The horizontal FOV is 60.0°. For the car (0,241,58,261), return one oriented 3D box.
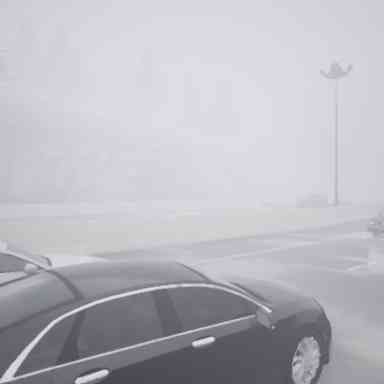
[{"bbox_3d":[-3.514,1.539,5.641,4.674,1.442,1.812,0,0,-36],"label":"car"}]

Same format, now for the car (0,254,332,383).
[{"bbox_3d":[-0.448,1.509,3.554,4.892,1.490,1.837,0,0,-36],"label":"car"}]

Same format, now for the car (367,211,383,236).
[{"bbox_3d":[10.890,1.536,17.157,5.357,1.411,2.033,0,0,-42],"label":"car"}]

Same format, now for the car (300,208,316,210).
[{"bbox_3d":[15.286,1.219,41.549,2.150,2.045,5.566,0,0,42],"label":"car"}]

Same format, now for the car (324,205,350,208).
[{"bbox_3d":[17.182,1.590,38.422,1.895,1.301,4.718,0,0,42],"label":"car"}]
